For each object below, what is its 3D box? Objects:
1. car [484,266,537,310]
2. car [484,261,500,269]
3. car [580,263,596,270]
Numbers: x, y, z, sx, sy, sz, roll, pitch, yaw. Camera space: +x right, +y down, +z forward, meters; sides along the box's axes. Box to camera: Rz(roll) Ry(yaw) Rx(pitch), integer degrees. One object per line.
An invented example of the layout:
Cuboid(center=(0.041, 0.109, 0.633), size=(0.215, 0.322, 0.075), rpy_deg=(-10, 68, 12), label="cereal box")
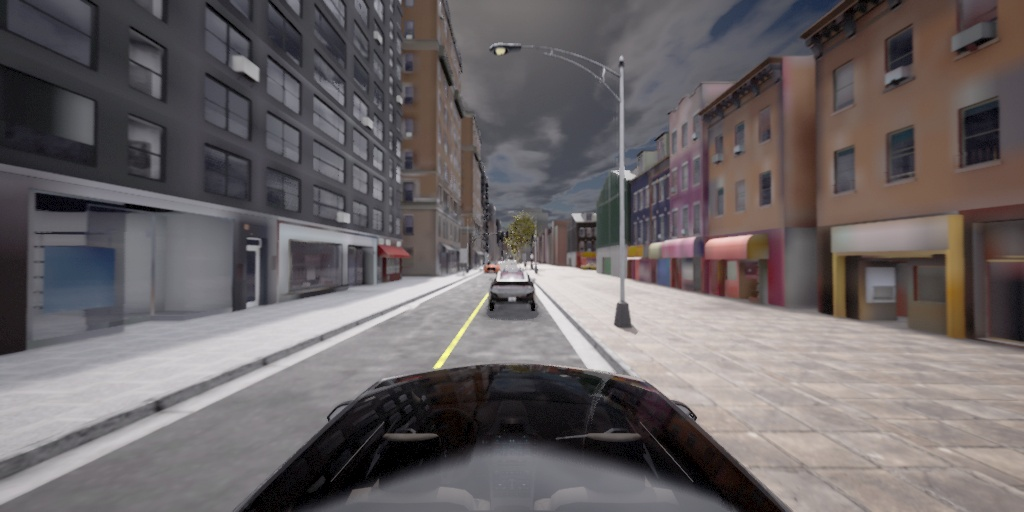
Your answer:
Cuboid(center=(0.022, 1.368, 15.362), size=(2.128, 1.511, 4.902), rpy_deg=(0, 0, 0), label="car")
Cuboid(center=(-2.761, 1.497, 50.497), size=(2.097, 1.767, 4.553), rpy_deg=(0, 0, 0), label="car")
Cuboid(center=(13.896, 1.806, 60.137), size=(4.829, 1.417, 1.751), rpy_deg=(0, 0, 0), label="car")
